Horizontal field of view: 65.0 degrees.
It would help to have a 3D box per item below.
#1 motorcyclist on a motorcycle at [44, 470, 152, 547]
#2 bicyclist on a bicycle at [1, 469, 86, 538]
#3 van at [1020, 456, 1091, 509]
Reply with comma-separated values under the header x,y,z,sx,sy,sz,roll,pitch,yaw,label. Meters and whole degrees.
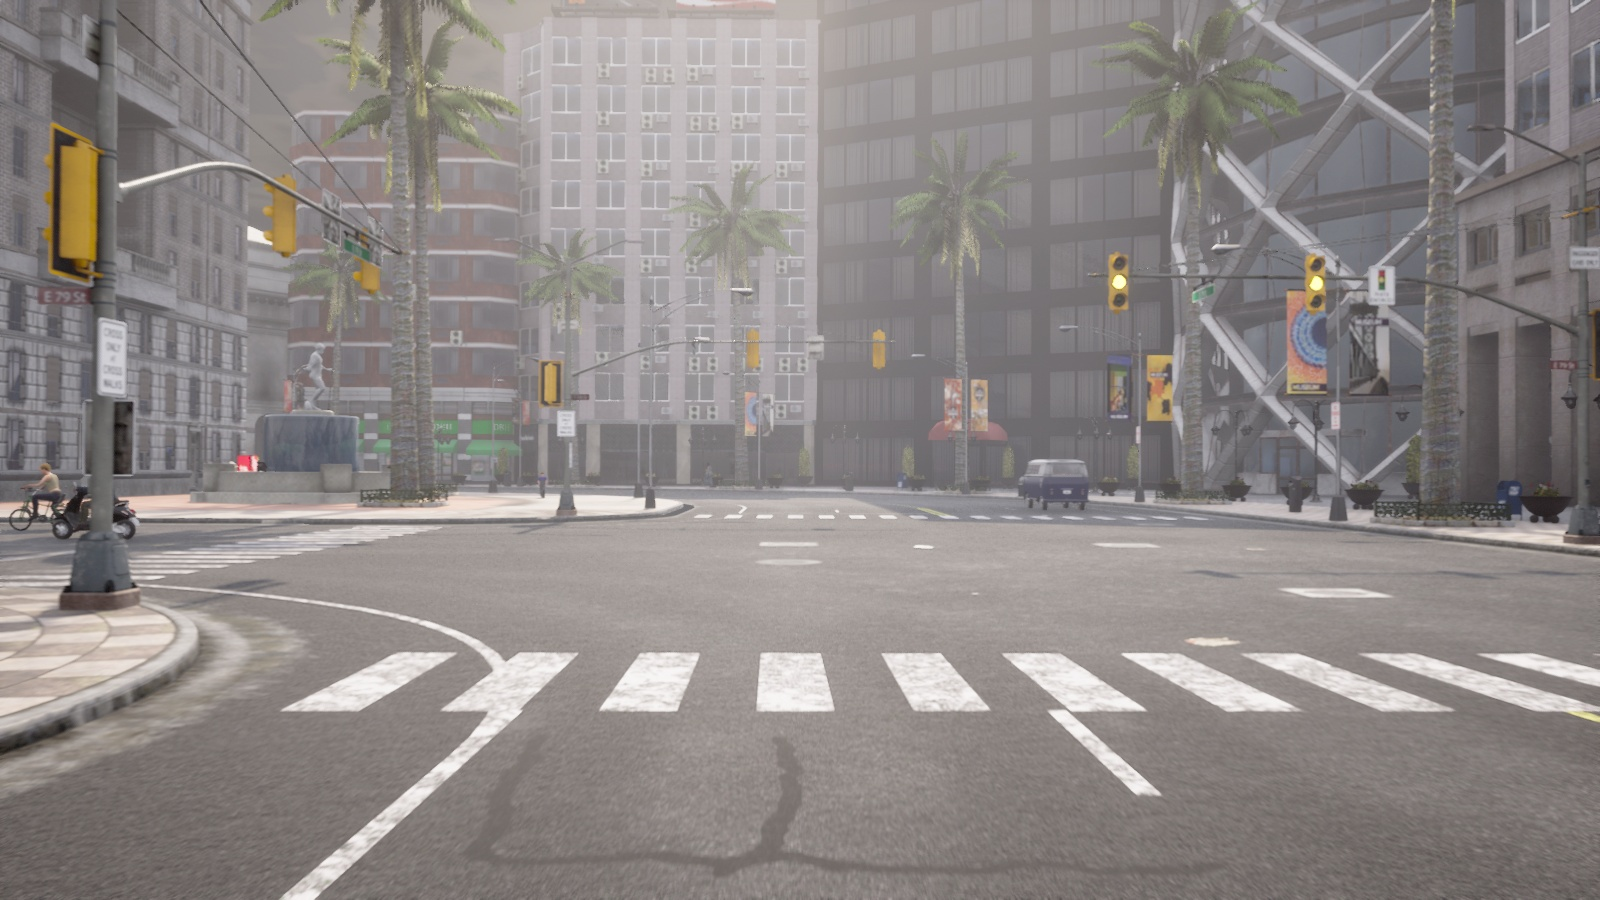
x,y,z,sx,sy,sz,roll,pitch,yaw,label
-14.863,1.222,26.623,1.817,1.590,0.866,0,-1,-1,motorcyclist on a motorcycle
-18.098,1.269,30.054,1.509,1.612,0.866,0,-1,-1,bicyclist on a bicycle
10.045,1.267,49.697,1.775,1.987,4.442,0,-1,-2,van
